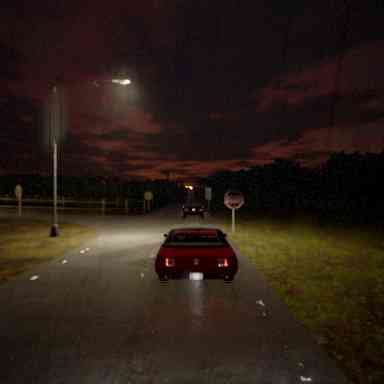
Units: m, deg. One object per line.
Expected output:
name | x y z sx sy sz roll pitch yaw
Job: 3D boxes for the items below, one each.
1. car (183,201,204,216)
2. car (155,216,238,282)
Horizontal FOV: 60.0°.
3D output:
car | 0.126 1.580 31.034 2.033 1.411 5.357 0 0 0
car | 0.100 1.603 9.691 1.895 1.301 4.718 0 0 0
